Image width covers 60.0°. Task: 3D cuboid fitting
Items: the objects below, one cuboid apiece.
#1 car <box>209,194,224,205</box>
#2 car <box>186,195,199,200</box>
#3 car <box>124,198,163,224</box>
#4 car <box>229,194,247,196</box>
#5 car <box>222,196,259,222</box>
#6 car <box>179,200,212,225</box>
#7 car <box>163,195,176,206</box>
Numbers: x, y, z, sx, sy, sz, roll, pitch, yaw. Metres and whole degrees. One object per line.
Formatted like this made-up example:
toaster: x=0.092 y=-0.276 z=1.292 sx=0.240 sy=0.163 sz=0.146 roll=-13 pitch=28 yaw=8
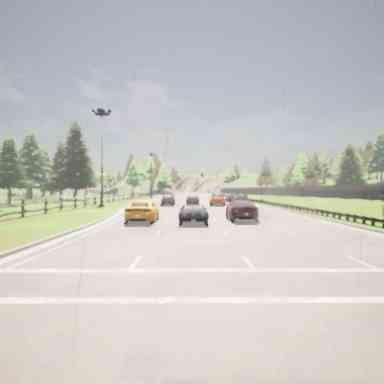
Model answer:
car: x=3.598 y=1.043 z=48.042 sx=2.097 sy=1.767 sz=4.553 roll=0 pitch=0 yaw=0
car: x=0.098 y=1.181 z=48.279 sx=2.128 sy=1.511 sz=4.902 roll=0 pitch=0 yaw=0
car: x=-3.402 y=1.328 z=23.150 sx=1.882 sy=1.535 sz=5.008 roll=0 pitch=0 yaw=0
car: x=6.997 y=1.045 z=47.680 sx=2.097 sy=1.767 sz=4.553 roll=0 pitch=0 yaw=0
car: x=3.597 y=1.320 z=24.454 sx=1.882 sy=1.535 sz=5.008 roll=0 pitch=0 yaw=0
car: x=0.099 y=1.455 z=22.636 sx=1.895 sy=1.301 sz=4.718 roll=0 pitch=0 yaw=0
car: x=-3.402 y=1.181 z=48.273 sx=2.128 sy=1.511 sz=4.902 roll=0 pitch=0 yaw=0
